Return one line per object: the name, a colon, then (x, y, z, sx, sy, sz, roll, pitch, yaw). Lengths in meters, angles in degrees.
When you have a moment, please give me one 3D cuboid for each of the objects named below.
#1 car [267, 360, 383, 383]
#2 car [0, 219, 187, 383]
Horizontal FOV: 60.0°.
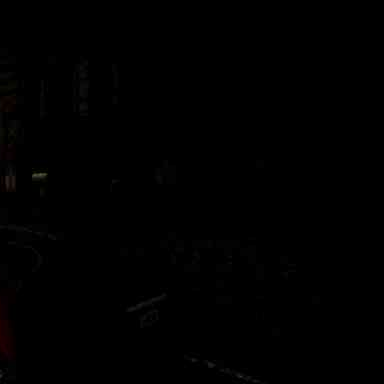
car: (2.259, 1.569, 1.431, 4.206, 1.307, 1.802, 0, 0, 34)
car: (-2.396, 1.305, 4.561, 5.009, 1.841, 2.192, 0, 0, 34)
